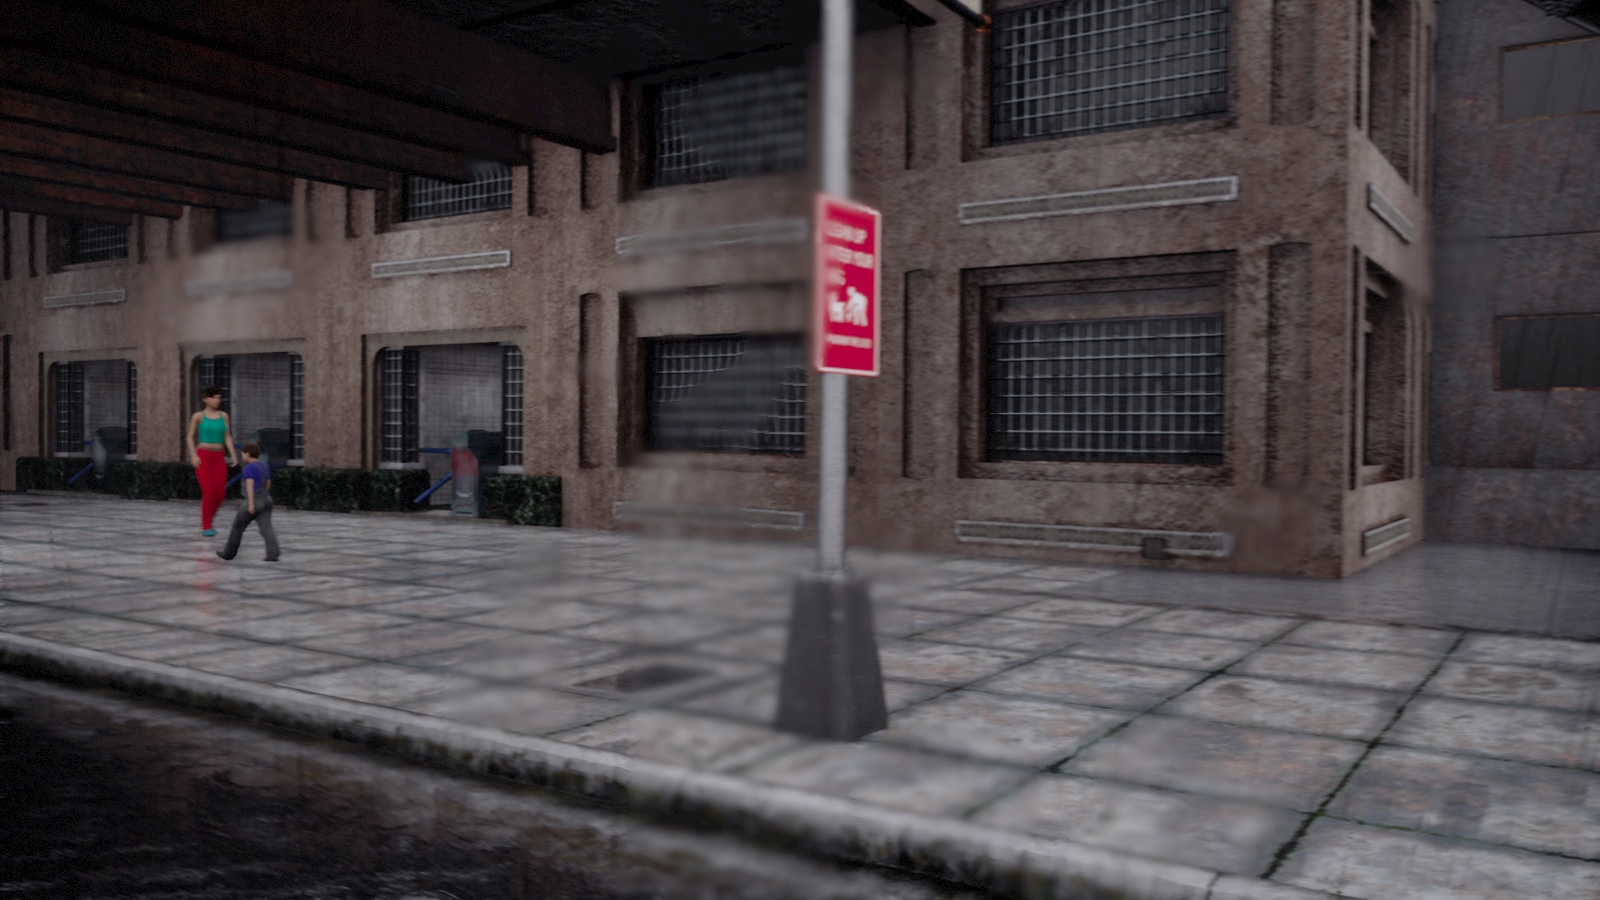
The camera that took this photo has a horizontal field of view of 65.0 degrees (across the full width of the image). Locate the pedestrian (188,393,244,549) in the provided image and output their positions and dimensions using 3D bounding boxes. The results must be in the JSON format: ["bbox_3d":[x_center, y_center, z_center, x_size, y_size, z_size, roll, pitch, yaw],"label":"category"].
[{"bbox_3d":[-7.039,0.245,15.125,0.594,1.836,0.345,0,1,37],"label":"pedestrian"}]

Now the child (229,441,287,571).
[{"bbox_3d":[-5.380,0.547,12.464,0.437,1.263,0.270,0,1,18],"label":"child"}]
